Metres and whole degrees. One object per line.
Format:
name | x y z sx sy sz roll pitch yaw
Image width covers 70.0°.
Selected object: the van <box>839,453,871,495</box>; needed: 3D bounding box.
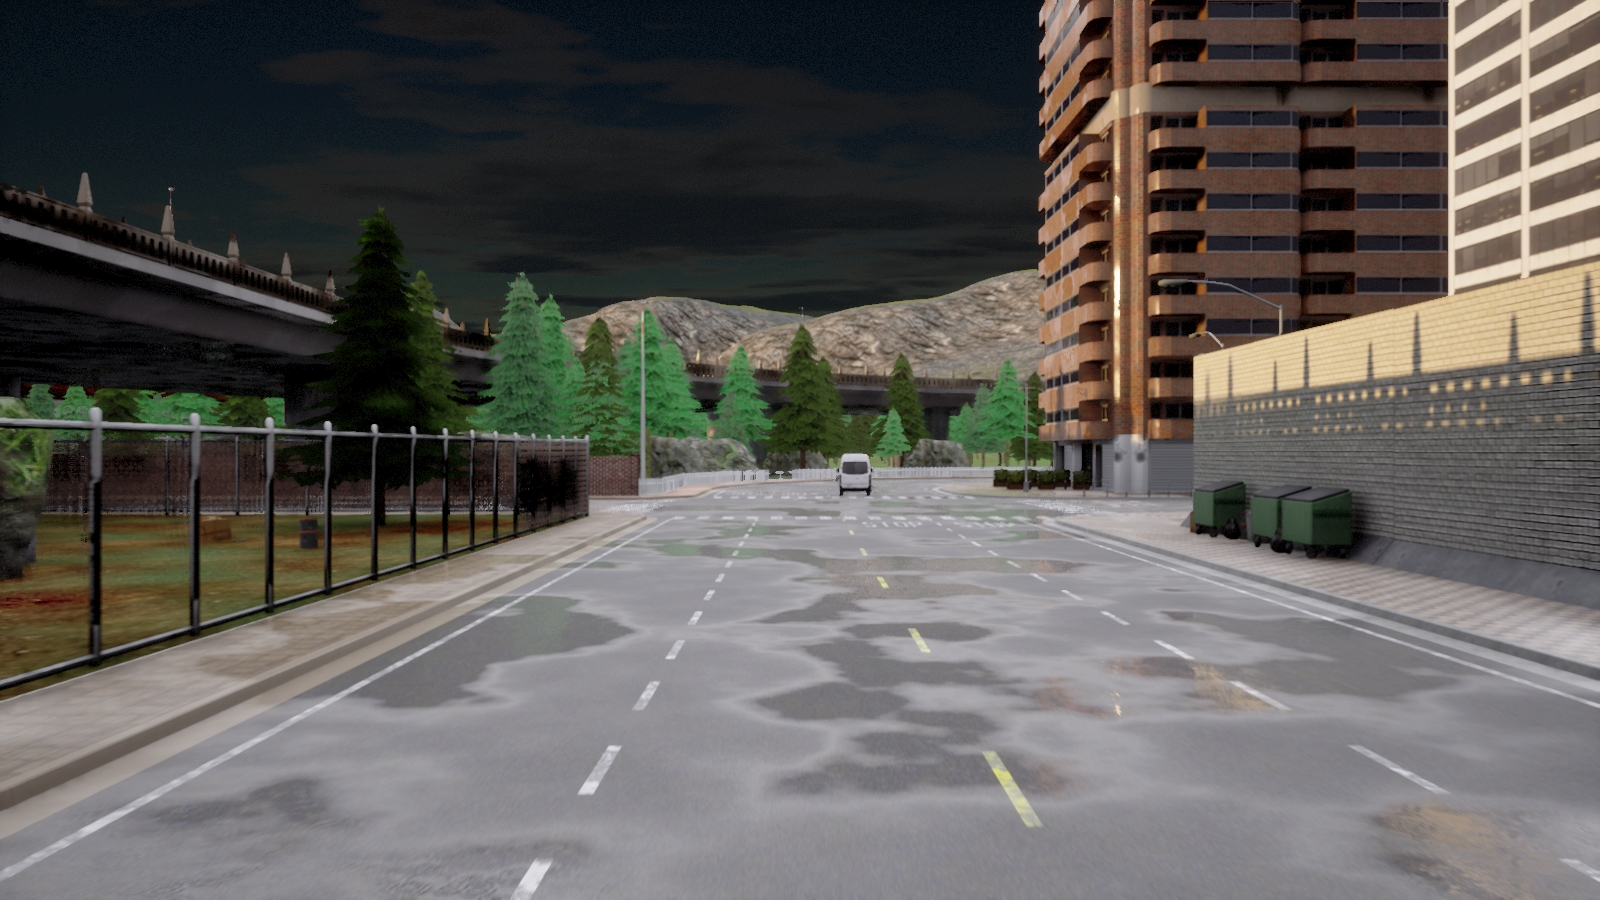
van | 3.461 1.477 72.637 1.988 2.561 5.915 0 0 2
